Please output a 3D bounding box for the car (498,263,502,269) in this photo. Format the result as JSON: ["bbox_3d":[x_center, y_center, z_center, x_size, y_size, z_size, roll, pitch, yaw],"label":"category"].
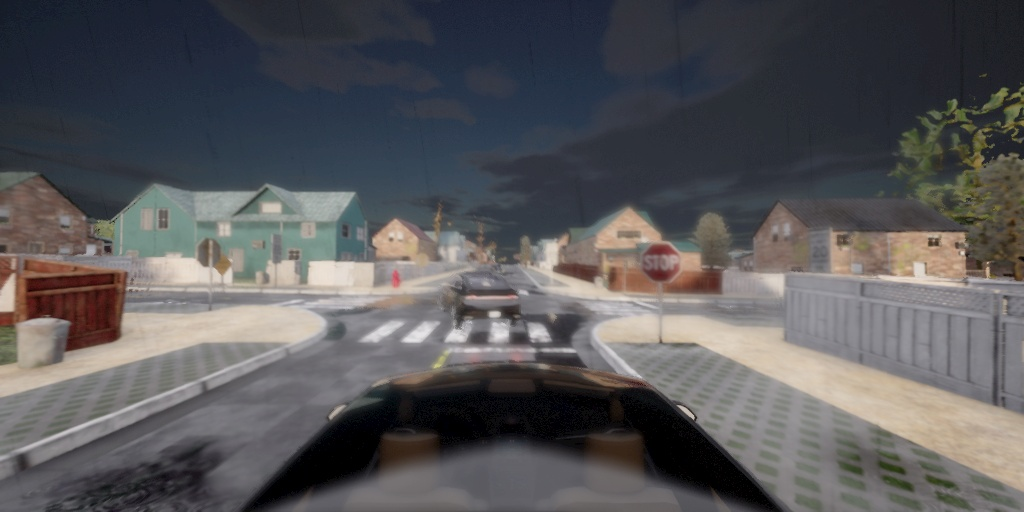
[{"bbox_3d":[-2.767,1.917,60.079,1.994,1.385,4.181,0,-1,0],"label":"car"}]

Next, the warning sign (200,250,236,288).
[{"bbox_3d":[-15.784,0.760,19.549,1.060,1.860,1.300,0,0,0],"label":"warning sign"}]

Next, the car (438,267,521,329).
[{"bbox_3d":[-1.196,1.303,11.671,2.128,1.511,4.902,2,0,-18],"label":"car"}]

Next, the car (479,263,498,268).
[{"bbox_3d":[-2.833,1.611,38.827,1.837,1.490,4.892,0,0,0],"label":"car"}]
